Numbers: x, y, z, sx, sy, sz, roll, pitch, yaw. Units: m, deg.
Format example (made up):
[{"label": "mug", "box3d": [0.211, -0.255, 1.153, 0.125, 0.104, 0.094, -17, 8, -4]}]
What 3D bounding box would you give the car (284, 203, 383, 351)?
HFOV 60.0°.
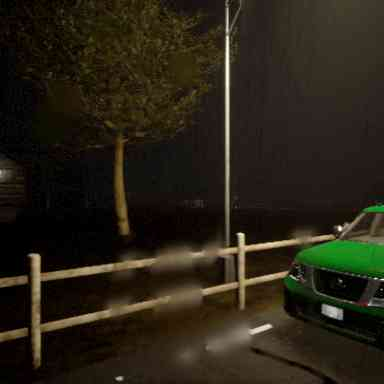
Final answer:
[{"label": "car", "box3d": [4.091, 1.217, 5.937, 5.566, 2.045, 2.150, 0, 0, -35]}]
